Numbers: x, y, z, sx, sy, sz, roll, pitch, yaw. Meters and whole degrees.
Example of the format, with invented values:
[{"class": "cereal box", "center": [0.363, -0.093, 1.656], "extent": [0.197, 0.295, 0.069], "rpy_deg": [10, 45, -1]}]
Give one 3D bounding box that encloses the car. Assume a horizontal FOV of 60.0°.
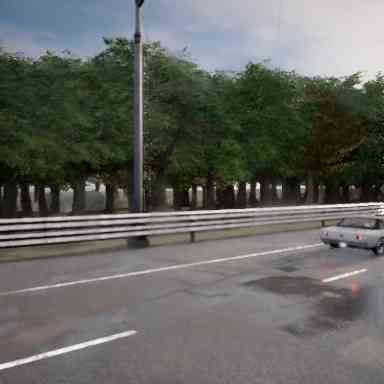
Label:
[{"class": "car", "center": [7.221, 1.591, 13.198], "extent": [4.718, 1.301, 1.895], "rpy_deg": [0, 0, -35]}]
